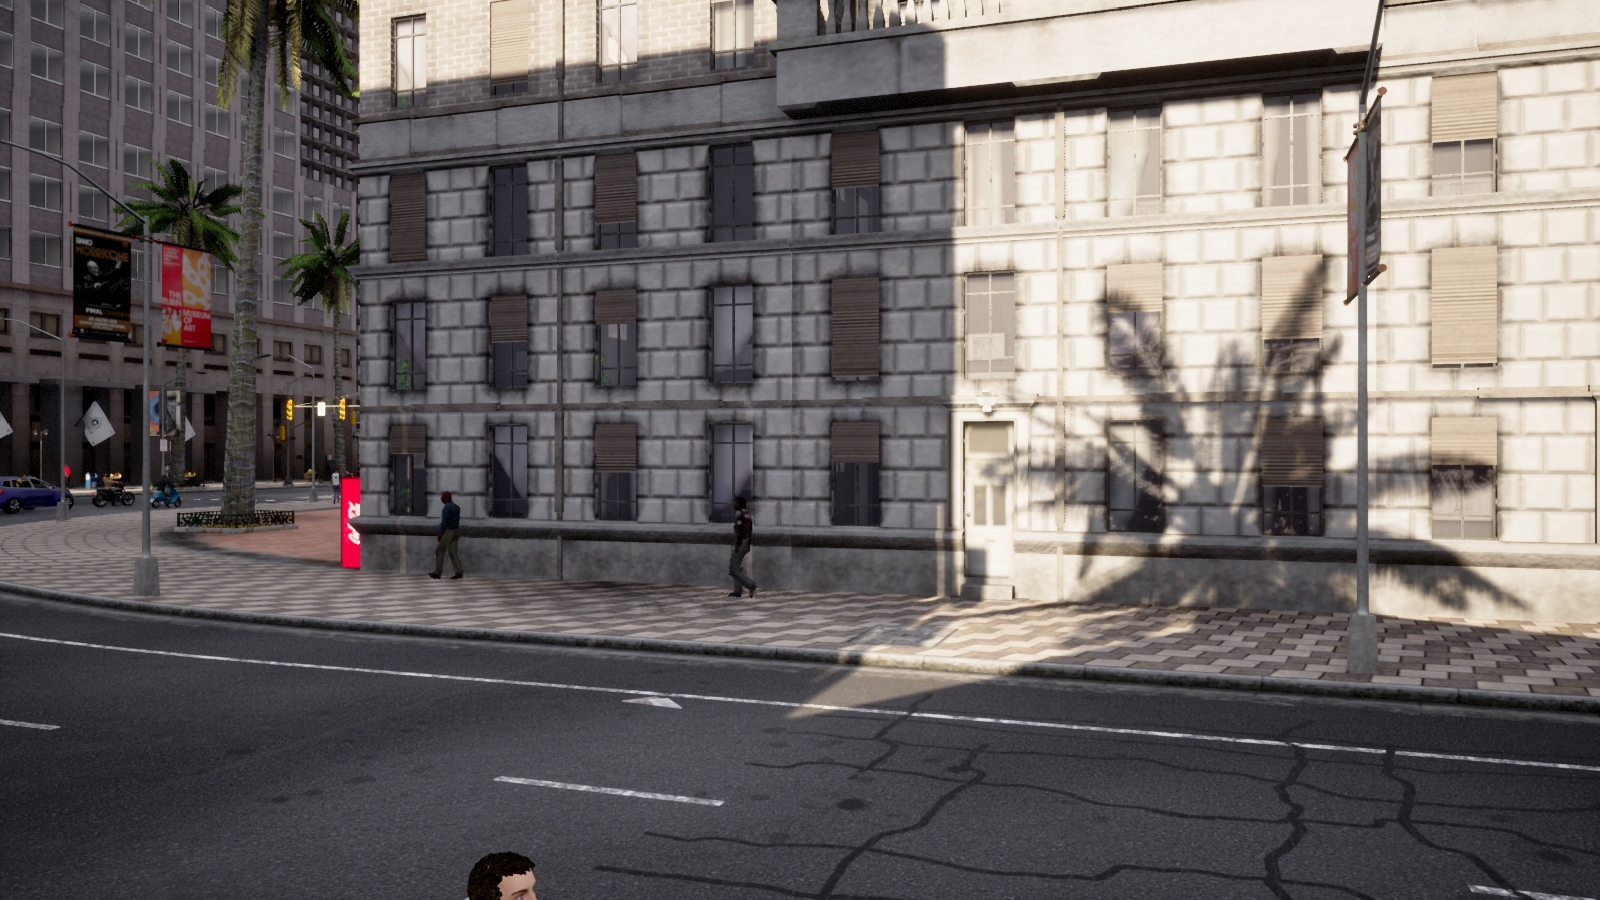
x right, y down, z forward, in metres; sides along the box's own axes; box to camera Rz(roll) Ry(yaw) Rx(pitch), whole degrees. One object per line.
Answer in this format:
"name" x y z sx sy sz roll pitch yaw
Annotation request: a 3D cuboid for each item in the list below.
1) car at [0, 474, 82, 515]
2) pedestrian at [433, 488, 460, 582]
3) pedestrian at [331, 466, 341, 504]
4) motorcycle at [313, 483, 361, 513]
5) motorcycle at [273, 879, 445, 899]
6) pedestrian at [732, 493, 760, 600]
"car" -35.215 1.968 51.598 2.242 1.667 4.611 0 0 9
"pedestrian" -7.119 1.696 23.022 0.375 1.860 0.375 0 0 21
"pedestrian" -22.736 1.696 56.017 0.375 1.860 0.375 0 0 -7
"motorcycle" -21.134 2.170 52.239 0.764 1.277 2.356 0 0 16
"motorcycle" -1.030 2.213 3.640 2.033 1.145 0.803 0 0 20
"pedestrian" -0.956 1.696 20.259 0.375 1.860 0.375 0 0 23
